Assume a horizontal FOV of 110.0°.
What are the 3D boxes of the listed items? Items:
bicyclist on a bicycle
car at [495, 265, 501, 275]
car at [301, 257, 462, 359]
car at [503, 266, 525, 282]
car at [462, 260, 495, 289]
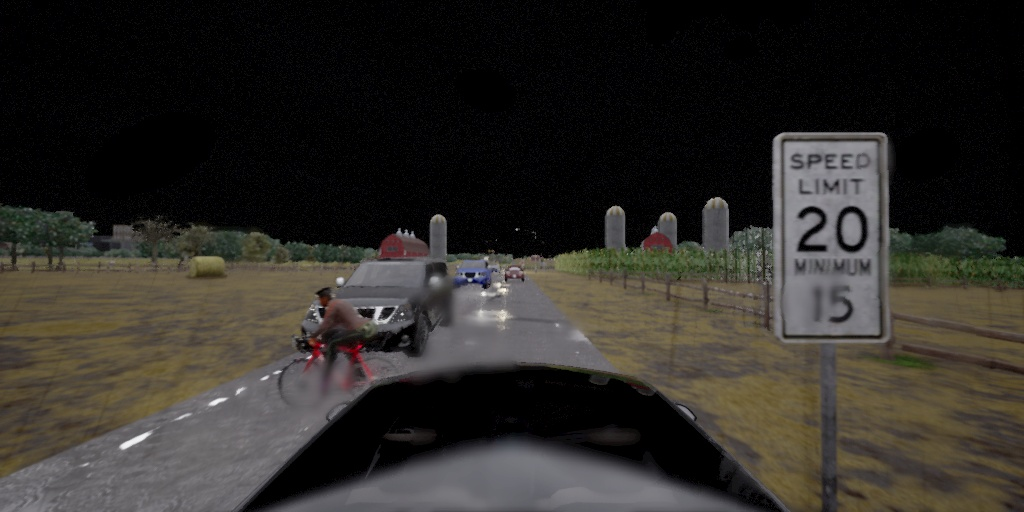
[{"bbox_3d":[-2.328,1.242,4.810,1.656,1.620,0.582,-1,-1,0],"label":"bicyclist on a bicycle"},{"bbox_3d":[-2.583,2.069,54.336,2.033,1.411,5.357,0,-1,0],"label":"car"},{"bbox_3d":[-2.828,1.055,9.034,2.150,2.045,5.566,0,0,0],"label":"car"},{"bbox_3d":[0.239,1.702,34.772,1.812,1.442,4.674,0,-1,0],"label":"car"},{"bbox_3d":[-2.703,1.277,26.146,2.150,2.045,5.566,0,-1,1],"label":"car"}]
